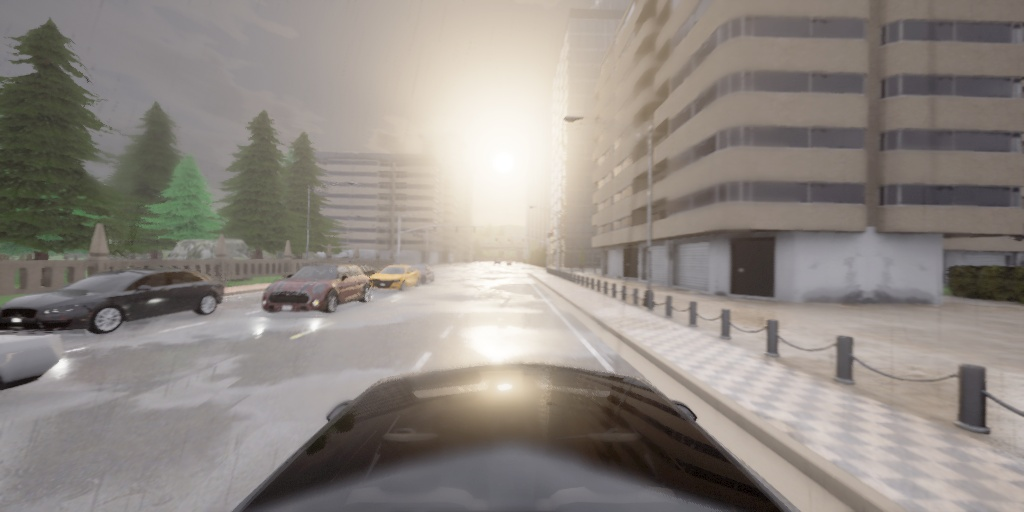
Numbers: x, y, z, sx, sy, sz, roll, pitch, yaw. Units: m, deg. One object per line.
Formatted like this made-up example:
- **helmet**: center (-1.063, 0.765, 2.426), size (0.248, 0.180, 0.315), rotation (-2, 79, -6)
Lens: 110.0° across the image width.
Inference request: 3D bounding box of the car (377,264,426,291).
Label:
- **car**: center (-7.070, 1.300, 22.215), size (1.882, 1.535, 5.008), rotation (1, 0, 1)

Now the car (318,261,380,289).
- **car**: center (-10.691, 1.205, 24.021), size (1.882, 1.535, 5.008), rotation (1, 0, 0)

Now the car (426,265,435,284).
- **car**: center (-7.213, 1.354, 27.765), size (1.812, 1.442, 4.674), rotation (1, 0, 0)

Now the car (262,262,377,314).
- **car**: center (-7.102, 1.061, 13.554), size (2.097, 1.767, 4.553), rotation (1, 0, -1)

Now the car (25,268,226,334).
- **car**: center (-10.574, 1.116, 10.068), size (1.837, 1.490, 4.892), rotation (1, 0, 0)

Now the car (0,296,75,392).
- **car**: center (-7.005, 1.222, 2.577), size (1.895, 1.301, 4.718), rotation (1, 0, -1)
